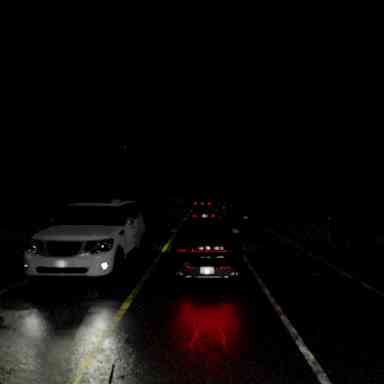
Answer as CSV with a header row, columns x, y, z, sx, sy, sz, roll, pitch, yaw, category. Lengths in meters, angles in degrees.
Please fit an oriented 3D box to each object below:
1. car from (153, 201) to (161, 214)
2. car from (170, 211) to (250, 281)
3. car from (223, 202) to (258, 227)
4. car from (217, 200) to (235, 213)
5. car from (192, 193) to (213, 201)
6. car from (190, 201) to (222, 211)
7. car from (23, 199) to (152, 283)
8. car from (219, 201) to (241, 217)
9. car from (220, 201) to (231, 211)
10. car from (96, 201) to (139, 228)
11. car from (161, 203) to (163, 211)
x,y,z,sx,sy,sz,roll,pitch,yaw,category
-4.716,1.676,34.294,2.008,1.369,4.403,-1,0,2,car
0.390,1.539,9.936,1.837,1.490,4.892,0,0,1,car
3.453,1.650,23.016,1.947,1.339,4.313,-1,0,2,car
3.981,1.693,39.523,1.887,1.381,4.507,-1,0,2,car
1.151,1.360,37.107,2.150,2.045,5.566,0,0,2,car
0.851,1.637,24.554,2.033,1.411,5.357,0,0,1,car
-2.815,1.256,10.148,2.150,2.045,5.566,0,0,2,car
3.805,1.672,34.020,1.887,1.381,4.507,-1,0,2,car
3.629,1.650,28.518,1.887,1.381,4.507,-1,0,2,car
-5.070,1.523,23.289,1.967,1.590,4.097,-1,0,2,car
-4.539,1.692,39.796,1.887,1.381,4.507,-1,0,2,car
